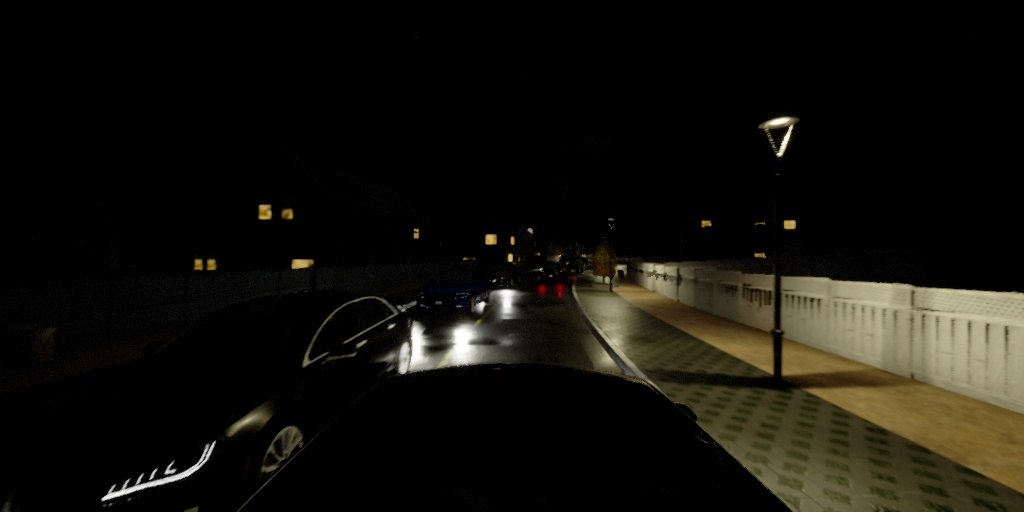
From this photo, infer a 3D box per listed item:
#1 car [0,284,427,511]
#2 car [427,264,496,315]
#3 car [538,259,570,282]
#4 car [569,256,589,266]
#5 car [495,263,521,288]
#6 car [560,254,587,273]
[{"bbox_3d":[-2.652,1.246,4.340,1.837,1.490,4.892,0,0,2],"label":"car"},{"bbox_3d":[-2.048,1.218,13.877,1.882,1.535,5.008,0,0,7],"label":"car"},{"bbox_3d":[3.331,1.234,28.357,1.812,1.442,4.674,0,1,13],"label":"car"},{"bbox_3d":[11.024,0.799,58.785,2.128,1.511,4.902,0,1,24],"label":"car"},{"bbox_3d":[-0.611,1.229,23.954,1.837,1.490,4.892,0,0,11],"label":"car"},{"bbox_3d":[6.685,0.821,40.246,2.150,2.045,5.566,0,1,19],"label":"car"}]
